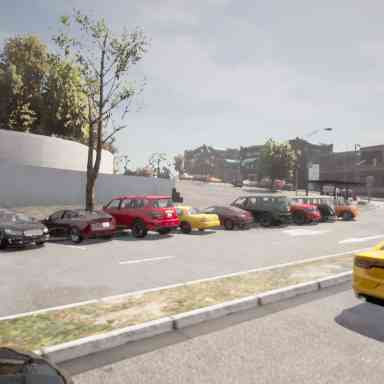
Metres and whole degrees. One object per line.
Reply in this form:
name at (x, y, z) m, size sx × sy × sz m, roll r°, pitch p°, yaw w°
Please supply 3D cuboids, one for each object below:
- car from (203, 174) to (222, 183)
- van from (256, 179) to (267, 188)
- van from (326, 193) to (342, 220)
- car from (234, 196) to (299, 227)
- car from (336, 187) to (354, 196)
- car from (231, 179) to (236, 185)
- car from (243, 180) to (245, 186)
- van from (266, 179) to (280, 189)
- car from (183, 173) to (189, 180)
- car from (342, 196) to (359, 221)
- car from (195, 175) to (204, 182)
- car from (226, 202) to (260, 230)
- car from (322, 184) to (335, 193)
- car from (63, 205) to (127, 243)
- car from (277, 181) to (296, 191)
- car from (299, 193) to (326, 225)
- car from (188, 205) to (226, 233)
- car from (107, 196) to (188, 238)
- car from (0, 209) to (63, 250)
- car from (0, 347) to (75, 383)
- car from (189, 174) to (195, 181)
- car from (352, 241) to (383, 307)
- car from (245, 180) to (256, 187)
car at (5.819, -3.130, 86.412) m, size 1.946 × 1.575 × 5.366 m, roll 7°, pitch 3°, yaw 34°
van at (16.059, -1.719, 71.379) m, size 1.878 × 1.987 × 4.442 m, roll 7°, pitch 3°, yaw 35°
van at (9.110, 1.316, 26.448) m, size 4.442 × 1.987 × 1.878 m, roll -1°, pitch -1°, yaw 35°
car at (4.055, 1.276, 23.078) m, size 5.566 × 2.045 × 2.435 m, roll -1°, pitch -1°, yaw 35°
car at (26.435, 0.181, 56.678) m, size 2.002 × 1.452 × 4.674 m, roll 7°, pitch 3°, yaw 35°
car at (10.918, -2.272, 78.897) m, size 2.002 × 1.452 × 4.674 m, roll 7°, pitch 3°, yaw 35°
car at (12.658, -1.998, 76.434) m, size 2.002 × 1.452 × 4.674 m, roll 7°, pitch 3°, yaw 35°
van at (17.786, -1.446, 68.906) m, size 1.878 × 1.987 × 4.442 m, roll 7°, pitch 4°, yaw 35°
car at (0.451, -4.039, 93.613) m, size 2.185 × 1.767 × 4.553 m, roll 4°, pitch 1°, yaw 34°
car at (11.520, 1.425, 28.197) m, size 4.553 × 1.767 × 2.185 m, roll -1°, pitch -1°, yaw 35°
car at (3.970, -3.653, 88.673) m, size 2.435 × 2.045 × 5.566 m, roll 7°, pitch 3°, yaw 34°
car at (1.626, 1.560, 21.322) m, size 4.674 × 1.452 × 2.002 m, roll -1°, pitch -1°, yaw 35°
car at (24.747, -0.381, 59.152) m, size 2.435 × 2.045 × 5.566 m, roll 7°, pitch 3°, yaw 35°
car at (-5.750, 1.528, 16.128) m, size 4.792 × 1.488 × 2.163 m, roll -1°, pitch -1°, yaw 35°
car at (19.543, -0.947, 66.542) m, size 2.231 × 1.521 × 4.892 m, roll 7°, pitch 3°, yaw 35°
car at (6.570, 1.284, 24.781) m, size 5.566 × 2.045 × 2.435 m, roll -1°, pitch -1°, yaw 35°
car at (-0.982, 1.512, 19.697) m, size 5.366 × 1.575 × 1.946 m, roll -1°, pitch -1°, yaw 35°
car at (-3.303, 1.255, 17.872) m, size 5.566 × 2.045 × 2.435 m, roll -1°, pitch -1°, yaw 35°
car at (-8.171, 1.495, 14.384) m, size 4.892 × 1.521 × 2.231 m, roll -1°, pitch -1°, yaw 35°
car at (-2.807, 1.488, 1.132) m, size 4.902 × 1.511 × 2.128 m, roll 0°, pitch 0°, yaw -35°
car at (2.178, -3.805, 91.141) m, size 2.185 × 1.767 × 4.553 m, roll 6°, pitch 3°, yaw 34°
car at (5.355, 1.493, 6.938) m, size 5.008 × 1.535 × 1.882 m, roll 0°, pitch 0°, yaw -35°
car at (14.487, -1.767, 74.112) m, size 1.946 × 1.575 × 5.366 m, roll 7°, pitch 3°, yaw 35°
